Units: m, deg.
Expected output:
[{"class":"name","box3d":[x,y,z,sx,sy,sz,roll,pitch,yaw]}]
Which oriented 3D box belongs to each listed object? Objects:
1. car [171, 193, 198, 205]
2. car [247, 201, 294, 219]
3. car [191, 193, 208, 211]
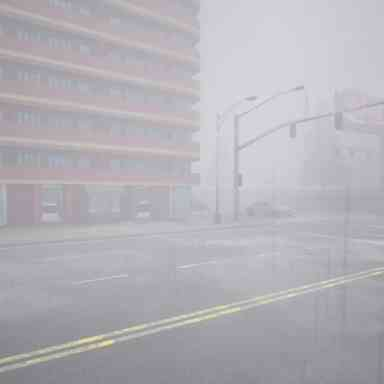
[{"class":"car","box3d":[-1.456,1.221,61.344,2.150,2.045,5.566,0,0,-34]},{"class":"car","box3d":[6.888,1.526,29.793,1.812,1.442,4.674,0,0,-34]},{"class":"car","box3d":[-0.061,1.354,40.117,2.097,1.767,4.553,0,0,-34]}]
